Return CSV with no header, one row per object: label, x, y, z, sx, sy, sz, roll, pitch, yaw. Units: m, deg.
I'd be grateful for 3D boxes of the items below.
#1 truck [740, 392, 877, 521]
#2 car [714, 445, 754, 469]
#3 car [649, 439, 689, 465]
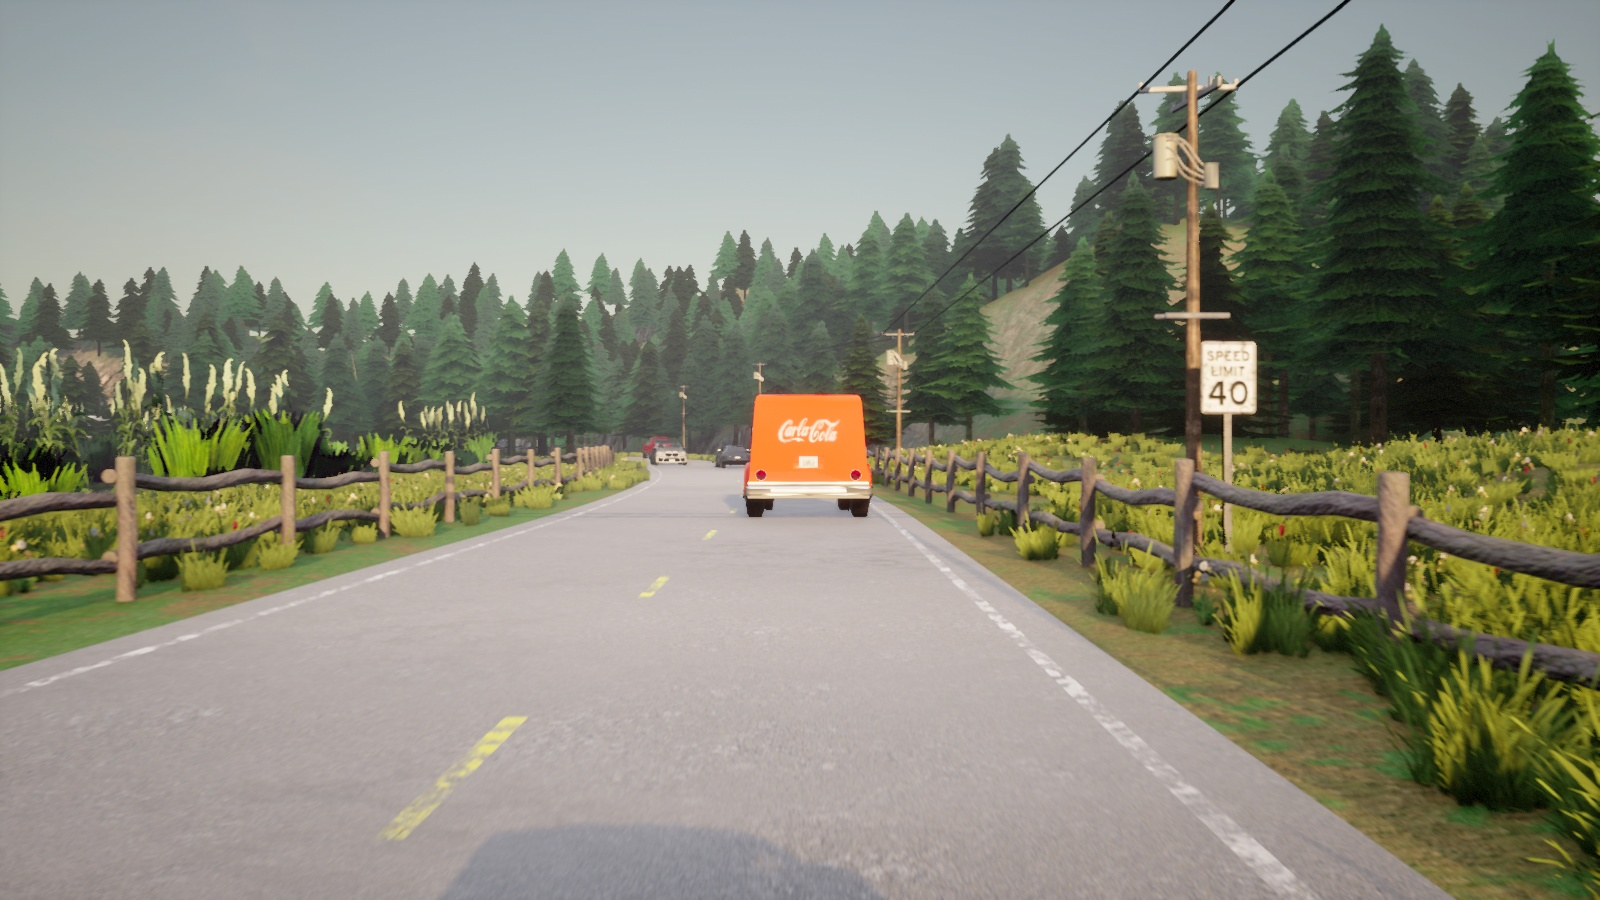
truck,0.141,0.109,26.770,2.627,2.467,5.204,0,0,-1
car,-3.991,0.382,75.652,1.994,1.385,4.181,0,0,-9
car,-8.838,0.108,84.617,2.242,1.667,4.611,0,0,-11
